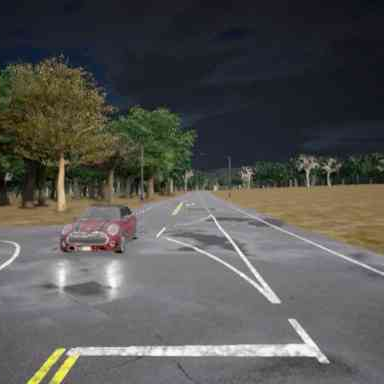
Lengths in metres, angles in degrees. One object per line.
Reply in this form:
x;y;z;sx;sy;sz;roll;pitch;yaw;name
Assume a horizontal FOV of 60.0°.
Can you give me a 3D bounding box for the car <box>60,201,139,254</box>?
-3.478;1.270;13.255;2.097;1.767;4.553;0;0;0;car
